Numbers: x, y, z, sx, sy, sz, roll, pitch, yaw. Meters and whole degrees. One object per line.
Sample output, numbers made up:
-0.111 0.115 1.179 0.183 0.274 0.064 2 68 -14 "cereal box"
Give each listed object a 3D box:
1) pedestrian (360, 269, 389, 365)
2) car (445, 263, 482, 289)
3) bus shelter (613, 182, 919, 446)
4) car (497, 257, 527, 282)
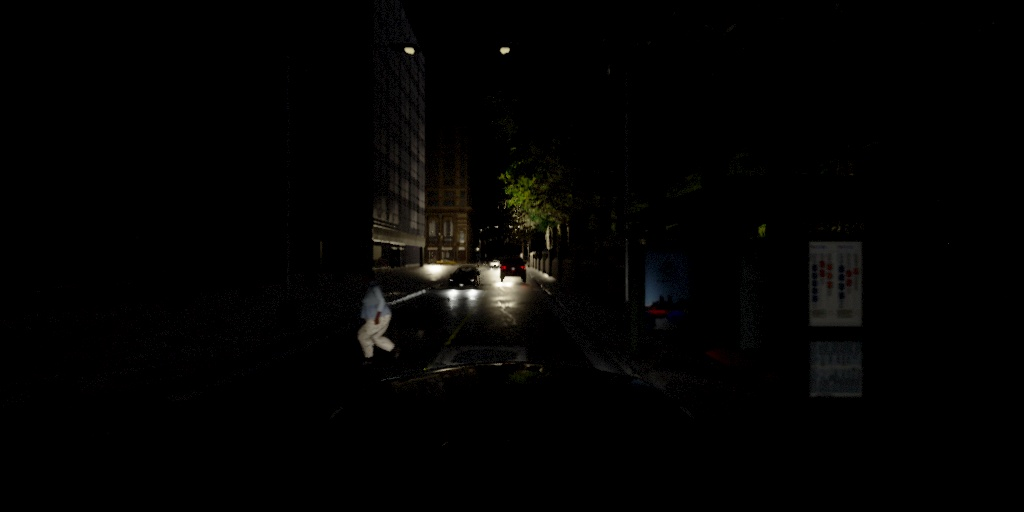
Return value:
-2.536 1.071 6.620 0.375 1.860 0.375 0 0 -15 "pedestrian"
-3.103 1.419 24.697 2.033 1.411 5.357 0 0 0 "car"
3.135 0.645 5.571 1.920 2.740 3.880 0 0 0 "bus shelter"
0.093 1.128 31.339 2.150 2.045 5.566 0 0 0 "car"
